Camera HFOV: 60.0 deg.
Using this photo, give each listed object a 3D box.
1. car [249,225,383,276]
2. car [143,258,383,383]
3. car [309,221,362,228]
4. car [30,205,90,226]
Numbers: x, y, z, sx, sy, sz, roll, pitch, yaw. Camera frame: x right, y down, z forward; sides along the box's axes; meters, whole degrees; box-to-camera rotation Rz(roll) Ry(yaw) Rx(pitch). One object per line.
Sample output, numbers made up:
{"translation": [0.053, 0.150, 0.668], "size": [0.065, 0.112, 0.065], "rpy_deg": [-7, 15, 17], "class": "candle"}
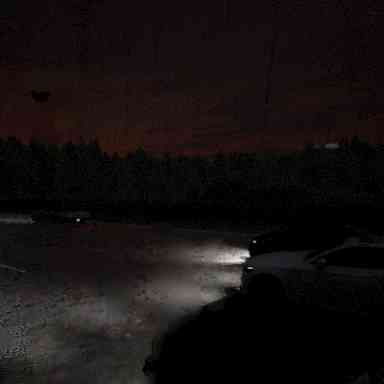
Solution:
{"translation": [3.168, 1.525, 6.028], "size": [4.674, 1.442, 1.812], "rpy_deg": [0, 0, 35], "class": "car"}
{"translation": [1.864, 1.601, 2.660], "size": [4.718, 1.301, 1.895], "rpy_deg": [0, 0, 36], "class": "car"}
{"translation": [3.825, 1.563, 9.859], "size": [4.181, 1.385, 1.994], "rpy_deg": [0, 0, 35], "class": "car"}
{"translation": [-9.442, 1.599, 23.621], "size": [4.718, 1.301, 1.895], "rpy_deg": [0, 0, 36], "class": "car"}
